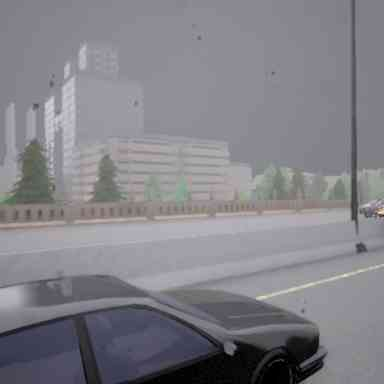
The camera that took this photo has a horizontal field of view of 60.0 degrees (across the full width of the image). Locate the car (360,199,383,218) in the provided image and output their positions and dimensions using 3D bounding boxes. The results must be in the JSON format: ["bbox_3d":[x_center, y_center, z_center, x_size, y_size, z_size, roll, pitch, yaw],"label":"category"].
[{"bbox_3d":[17.103,1.386,29.241,4.553,1.767,2.097,0,0,-36],"label":"car"}]

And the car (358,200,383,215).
[{"bbox_3d":[19.828,1.571,35.510,4.674,1.442,1.812,0,0,-36],"label":"car"}]

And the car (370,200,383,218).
[{"bbox_3d":[14.873,1.504,23.326,5.008,1.535,1.882,0,0,-36],"label":"car"}]

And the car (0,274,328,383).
[{"bbox_3d":[-1.043,1.554,3.023,5.357,1.411,2.033,0,0,-36],"label":"car"}]
